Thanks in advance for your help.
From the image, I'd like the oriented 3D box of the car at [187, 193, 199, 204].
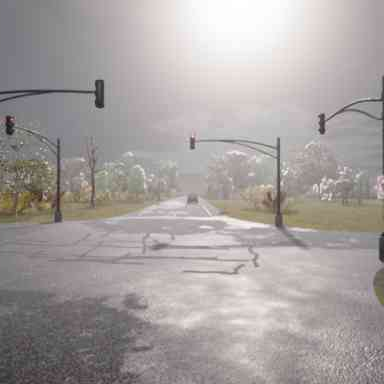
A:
[{"bbox_3d":[0.158,1.273,67.523,2.150,2.045,5.566,0,0,0],"label":"car"}]
